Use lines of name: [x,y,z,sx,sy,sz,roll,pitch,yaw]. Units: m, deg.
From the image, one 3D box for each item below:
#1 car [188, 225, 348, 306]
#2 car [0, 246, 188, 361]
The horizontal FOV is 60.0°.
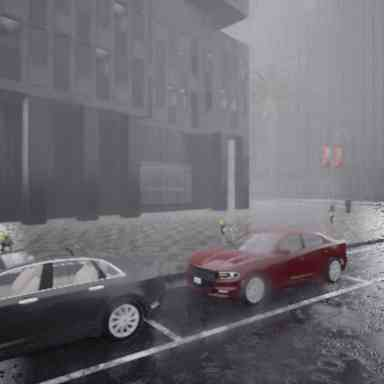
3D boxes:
car: [1.947,1.540,8.035,4.507,1.381,1.887,0,0,-35]
car: [-2.486,1.550,4.874,4.403,1.369,2.008,0,0,-35]
